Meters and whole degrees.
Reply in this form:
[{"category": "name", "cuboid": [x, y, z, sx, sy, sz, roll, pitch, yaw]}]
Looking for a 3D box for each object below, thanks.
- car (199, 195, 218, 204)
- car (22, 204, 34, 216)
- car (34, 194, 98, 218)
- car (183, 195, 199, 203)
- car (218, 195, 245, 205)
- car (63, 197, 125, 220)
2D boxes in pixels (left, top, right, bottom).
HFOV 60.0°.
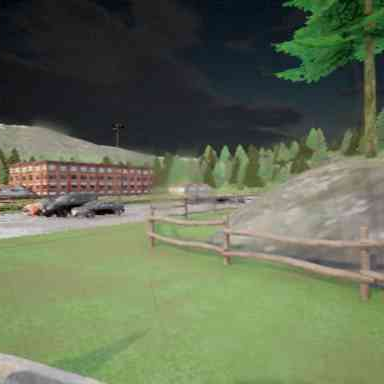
[{"category": "car", "cuboid": [3.547, 1.162, 50.940, 1.895, 1.301, 4.718, -1, 0, 35]}, {"category": "car", "cuboid": [-13.737, 1.364, 31.870, 2.097, 1.767, 4.553, -1, 1, 34]}, {"category": "car", "cuboid": [-10.784, 1.196, 30.000, 2.150, 2.045, 5.566, -1, 0, 34]}, {"category": "car", "cuboid": [0.327, 1.173, 52.442, 1.994, 1.385, 4.181, -1, 0, 35]}, {"category": "car", "cuboid": [6.135, 1.096, 48.532, 1.994, 1.385, 4.181, -1, 0, 35]}, {"category": "car", "cuboid": [-7.870, 1.425, 28.053, 2.128, 1.511, 4.902, -1, 0, 34]}]
